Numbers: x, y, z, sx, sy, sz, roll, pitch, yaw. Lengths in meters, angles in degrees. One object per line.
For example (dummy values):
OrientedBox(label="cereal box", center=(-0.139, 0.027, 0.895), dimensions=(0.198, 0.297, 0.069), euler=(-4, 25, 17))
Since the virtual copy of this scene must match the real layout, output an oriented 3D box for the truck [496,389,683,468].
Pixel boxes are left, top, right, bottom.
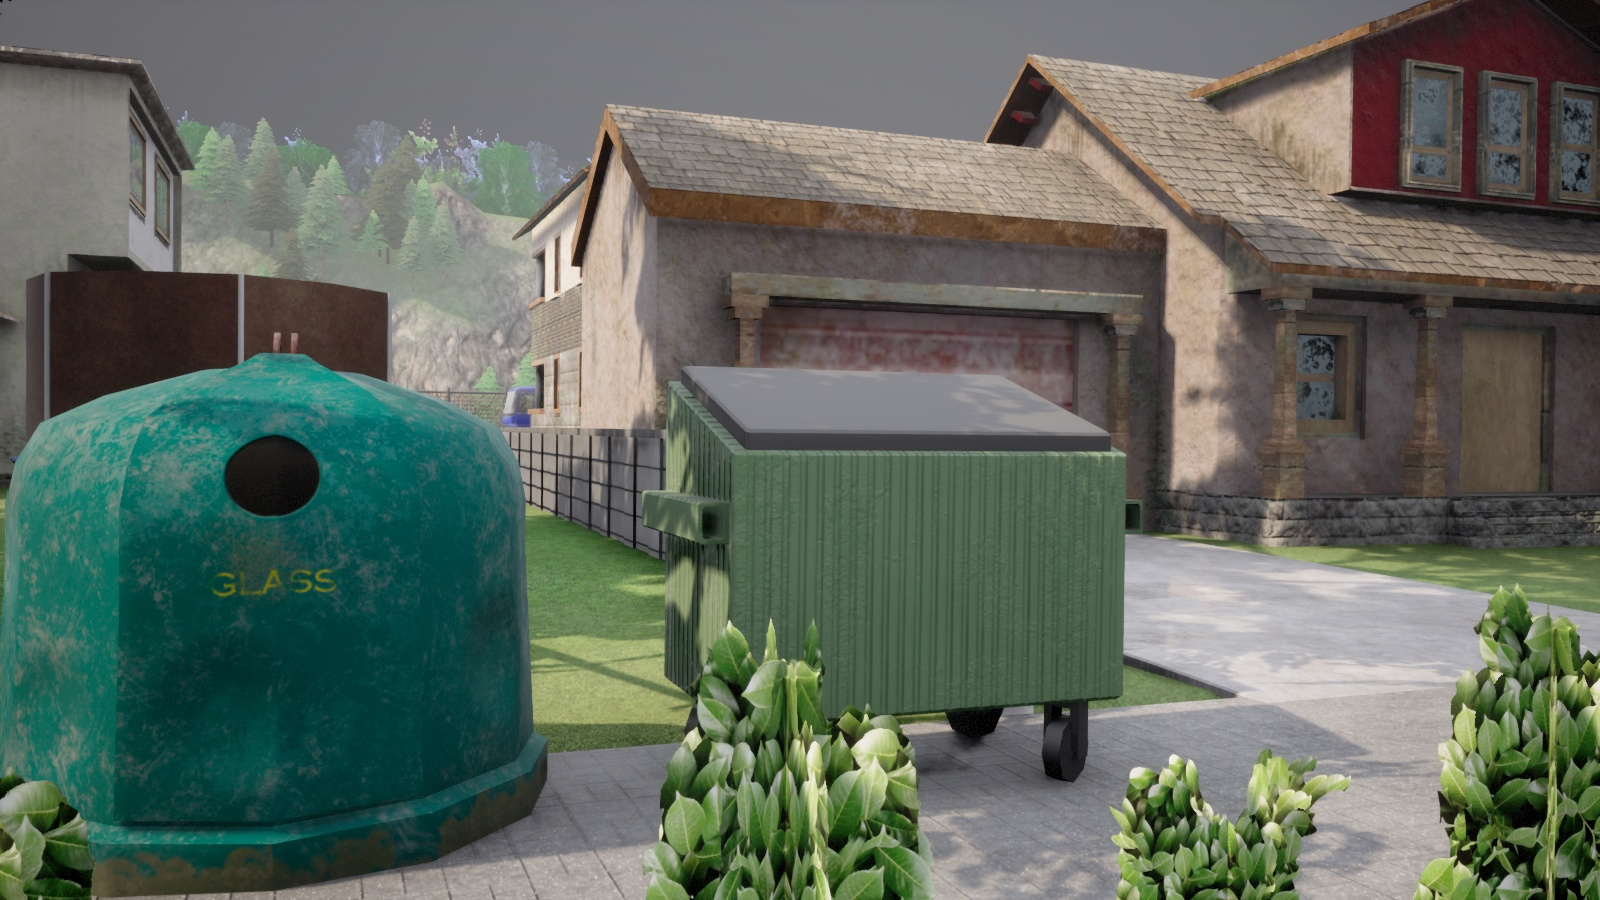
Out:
OrientedBox(label="truck", center=(-9.611, -1.013, 57.367), dimensions=(7.936, 3.462, 2.891), euler=(-1, 1, -21))
